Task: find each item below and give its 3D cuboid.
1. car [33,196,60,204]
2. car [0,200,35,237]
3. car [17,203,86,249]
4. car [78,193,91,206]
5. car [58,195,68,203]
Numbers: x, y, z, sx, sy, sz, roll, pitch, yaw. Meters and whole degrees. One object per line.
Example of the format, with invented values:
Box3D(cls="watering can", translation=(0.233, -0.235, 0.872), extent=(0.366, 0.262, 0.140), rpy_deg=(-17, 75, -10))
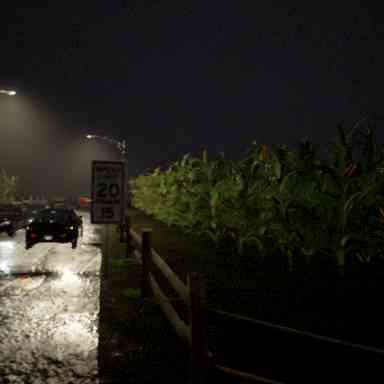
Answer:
Box3D(cls="car", translation=(-11.890, 1.275, 25.964), extent=(1.994, 1.385, 4.181), rpy_deg=(2, 0, -15))
Box3D(cls="car", translation=(-9.320, 1.296, 16.335), extent=(1.812, 1.442, 4.674), rpy_deg=(2, 0, -15))
Box3D(cls="car", translation=(-5.590, 1.393, 13.794), extent=(1.812, 1.442, 4.674), rpy_deg=(2, 0, -15))
Box3D(cls="car", translation=(-12.982, 1.054, 41.430), extent=(2.097, 1.767, 4.553), rpy_deg=(2, 0, -15))
Box3D(cls="car", translation=(-14.468, 1.133, 35.746), extent=(1.882, 1.535, 5.008), rpy_deg=(2, 0, -14))
